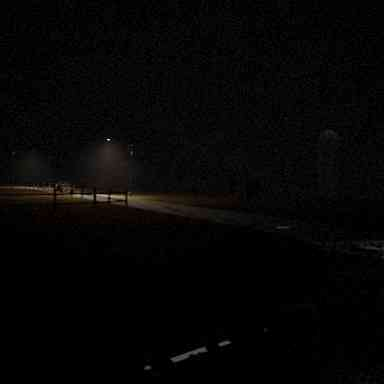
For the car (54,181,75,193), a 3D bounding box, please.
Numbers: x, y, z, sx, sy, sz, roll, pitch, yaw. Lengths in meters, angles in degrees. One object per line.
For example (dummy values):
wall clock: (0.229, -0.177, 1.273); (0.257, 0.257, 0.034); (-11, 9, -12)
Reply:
car: (-19.025, -0.779, 49.740); (2.097, 1.767, 4.553); (2, 1, -36)
